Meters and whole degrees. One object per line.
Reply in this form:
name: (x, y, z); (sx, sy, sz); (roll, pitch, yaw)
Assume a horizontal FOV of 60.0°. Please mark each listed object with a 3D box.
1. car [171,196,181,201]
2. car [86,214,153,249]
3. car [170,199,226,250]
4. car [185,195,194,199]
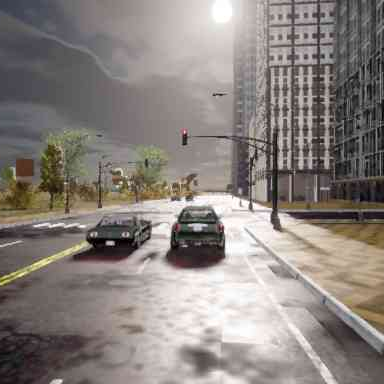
car: (-3.819, 1.540, 78.654); (1.994, 1.385, 4.181); (0, 0, 6)
car: (-2.947, 1.614, 14.585); (1.895, 1.301, 4.718); (0, 0, 2)
car: (0.298, 1.364, 14.393); (2.097, 1.767, 4.553); (0, 0, 2)
car: (-0.585, 1.489, 78.338); (1.837, 1.490, 4.892); (0, 0, 6)
